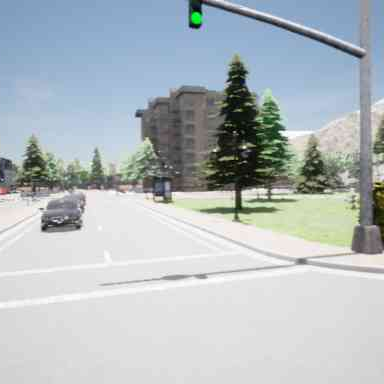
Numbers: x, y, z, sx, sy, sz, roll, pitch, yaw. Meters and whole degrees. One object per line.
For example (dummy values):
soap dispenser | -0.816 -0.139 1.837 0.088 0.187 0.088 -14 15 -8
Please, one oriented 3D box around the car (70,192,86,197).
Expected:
car | -9.941 0.954 27.467 1.812 1.442 4.674 -2 2 -17

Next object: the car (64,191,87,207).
car | -12.988 0.707 37.357 2.128 1.511 4.902 -2 2 -17

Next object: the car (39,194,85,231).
car | -7.039 1.133 18.164 1.837 1.490 4.892 -2 2 -17
